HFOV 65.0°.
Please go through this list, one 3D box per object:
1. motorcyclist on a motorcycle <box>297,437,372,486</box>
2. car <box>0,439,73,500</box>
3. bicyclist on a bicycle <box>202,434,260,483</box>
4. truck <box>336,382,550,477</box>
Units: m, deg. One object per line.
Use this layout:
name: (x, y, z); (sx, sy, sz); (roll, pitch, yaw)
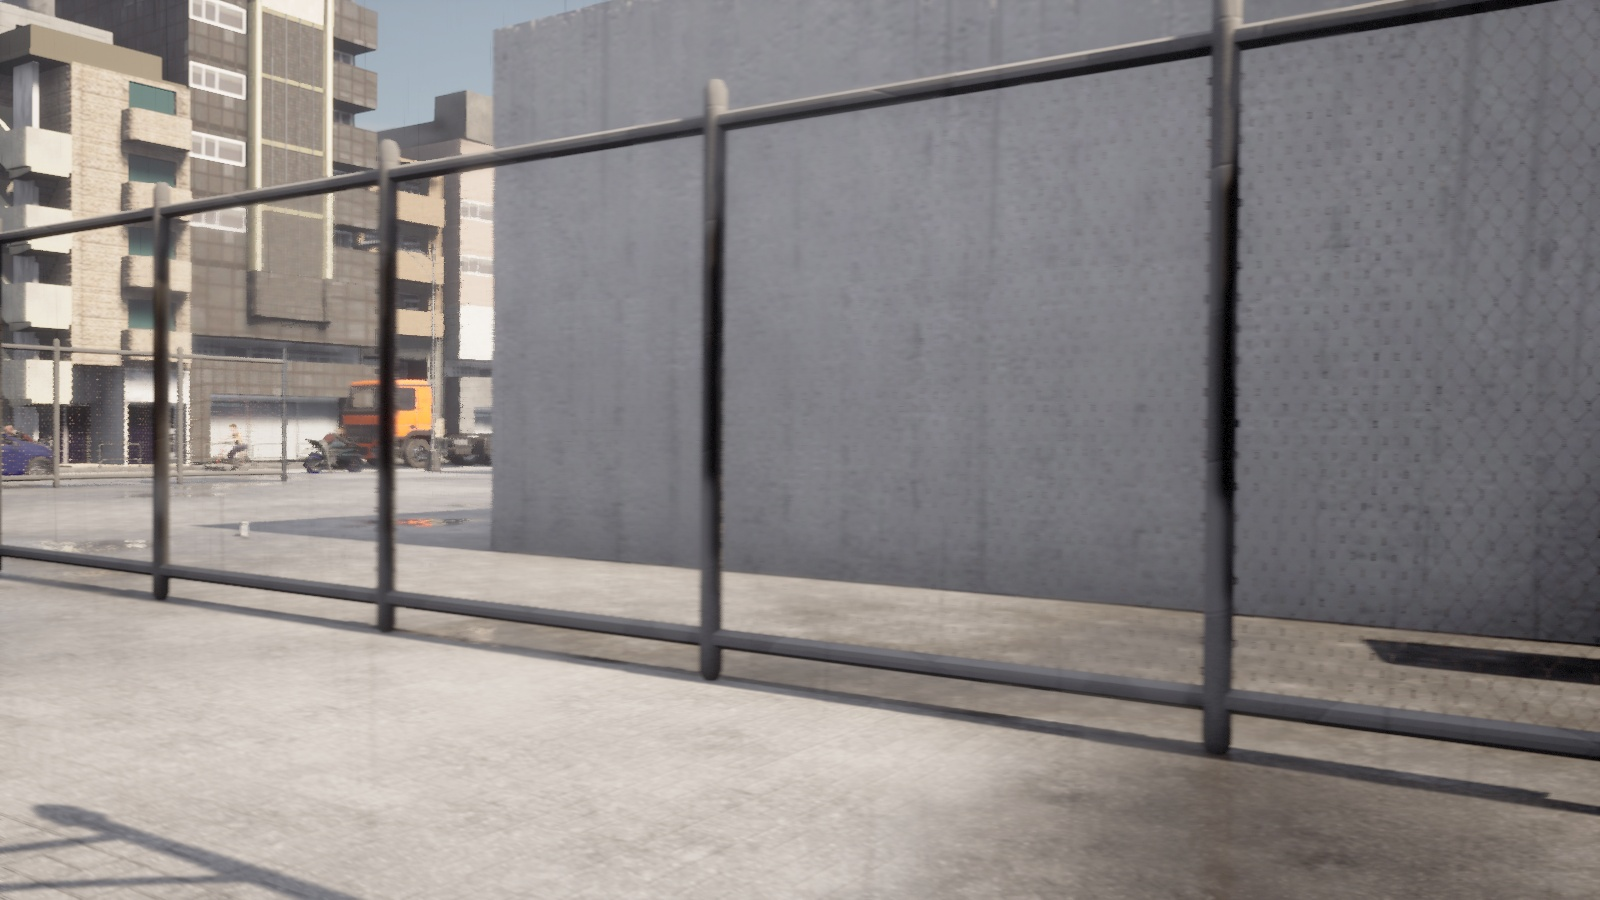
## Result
motorcyclist on a motorcycle: (-15.097, 0.346, 40.801); (0.866, 1.530, 2.191); (0, 1, 34)
car: (-20.914, 0.497, 32.026); (1.845, 1.501, 3.633); (0, 1, 34)
bicyclist on a bicycle: (-19.057, 0.266, 42.060); (0.866, 1.612, 1.509); (0, 1, 34)
truck: (-13.964, -0.805, 49.764); (2.891, 3.462, 7.936); (0, 1, 38)
